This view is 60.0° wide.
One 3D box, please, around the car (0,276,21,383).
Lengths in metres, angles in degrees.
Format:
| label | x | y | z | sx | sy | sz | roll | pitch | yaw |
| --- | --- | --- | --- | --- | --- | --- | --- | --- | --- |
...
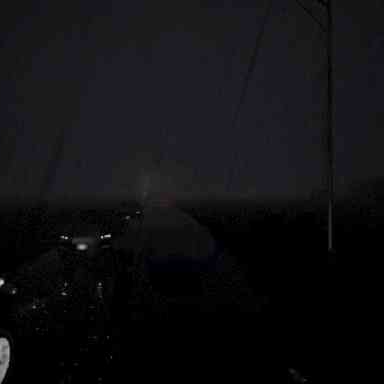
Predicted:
| label | x | y | z | sx | sy | sz | roll | pitch | yaw |
| --- | --- | --- | --- | --- | --- | --- | --- | --- | --- |
| car | -2.952 | 1.505 | 2.195 | 1.837 | 1.490 | 4.892 | 0 | 1 | -2 |

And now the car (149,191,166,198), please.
| label | x | y | z | sx | sy | sz | roll | pitch | yaw |
| --- | --- | --- | --- | --- | --- | --- | --- | --- | --- |
| car | -4.350 | 0.812 | 44.906 | 2.150 | 2.045 | 5.566 | -1 | 1 | -7 |

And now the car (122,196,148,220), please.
| label | x | y | z | sx | sy | sz | roll | pitch | yaw |
| --- | --- | --- | --- | --- | --- | --- | --- | --- | --- |
| car | -4.748 | 1.331 | 25.822 | 2.033 | 1.411 | 5.357 | -1 | 1 | -7 |

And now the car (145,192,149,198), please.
| label | x | y | z | sx | sy | sz | roll | pitch | yaw |
| --- | --- | --- | --- | --- | --- | --- | --- | --- | --- |
| car | -9.523 | 0.653 | 76.569 | 2.097 | 1.767 | 4.553 | 0 | 1 | -2 |

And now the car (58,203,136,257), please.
| label | x | y | z | sx | sy | sz | roll | pitch | yaw |
| --- | --- | --- | --- | --- | --- | --- | --- | --- | --- |
| car | -3.542 | 1.394 | 12.610 | 2.128 | 1.511 | 4.902 | 0 | 1 | -4 |

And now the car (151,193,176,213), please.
| label | x | y | z | sx | sy | sz | roll | pitch | yaw |
| --- | --- | --- | --- | --- | --- | --- | --- | --- | --- |
| car | -2.633 | 1.193 | 32.312 | 2.128 | 1.511 | 4.902 | -1 | 1 | -7 |
